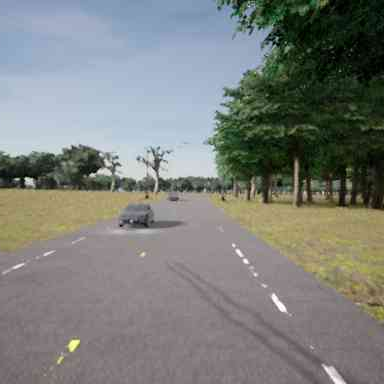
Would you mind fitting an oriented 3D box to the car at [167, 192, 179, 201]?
[{"bbox_3d":[-3.529,0.802,62.411,2.097,1.767,4.553,0,1,1],"label":"car"}]

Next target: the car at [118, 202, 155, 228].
[{"bbox_3d":[-3.602,1.478,22.170,1.837,1.490,4.892,0,0,0],"label":"car"}]
